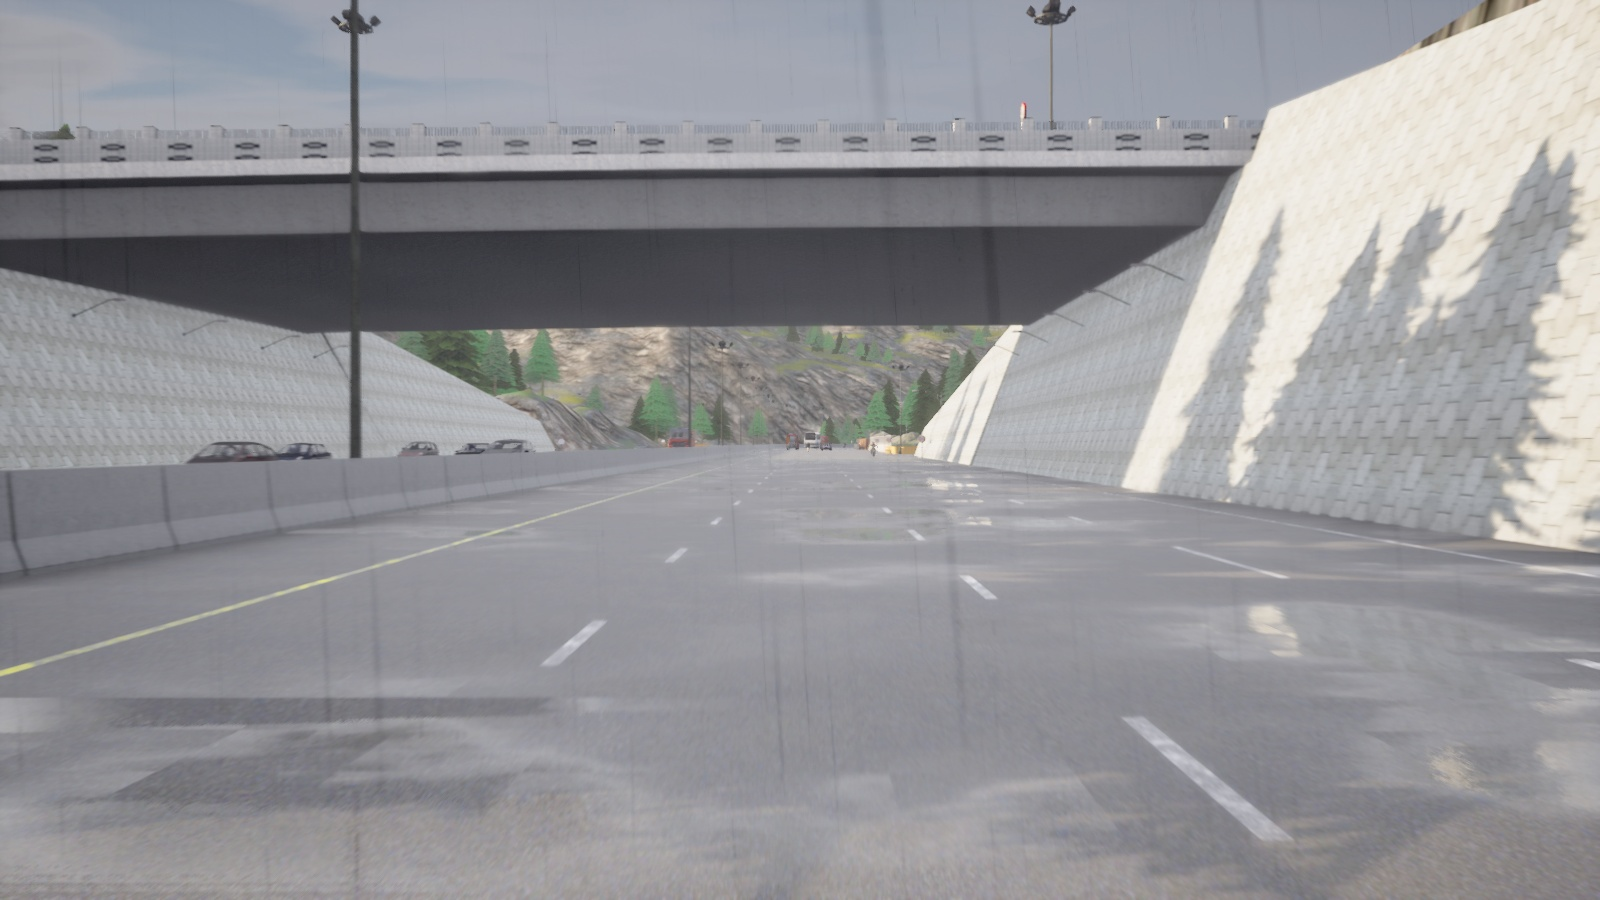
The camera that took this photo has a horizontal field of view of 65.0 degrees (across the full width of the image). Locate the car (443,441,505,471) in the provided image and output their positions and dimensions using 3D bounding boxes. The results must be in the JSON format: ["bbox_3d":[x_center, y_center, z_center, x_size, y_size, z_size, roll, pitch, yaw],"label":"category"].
[{"bbox_3d":[-17.218,0.313,66.596,2.128,1.511,4.902,0,0,-2],"label":"car"}]

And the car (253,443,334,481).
[{"bbox_3d":[-20.693,0.453,51.444,1.845,1.501,3.633,0,0,0],"label":"car"}]

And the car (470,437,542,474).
[{"bbox_3d":[-13.652,0.249,58.550,2.242,1.667,4.611,0,0,0],"label":"car"}]

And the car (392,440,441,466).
[{"bbox_3d":[-24.020,0.180,78.773,1.851,1.617,3.988,0,0,0],"label":"car"}]

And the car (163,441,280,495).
[{"bbox_3d":[-17.271,0.498,37.704,1.789,1.549,3.705,0,0,0],"label":"car"}]
